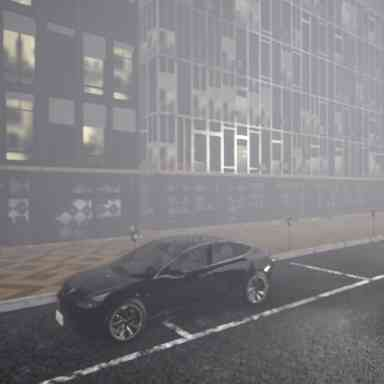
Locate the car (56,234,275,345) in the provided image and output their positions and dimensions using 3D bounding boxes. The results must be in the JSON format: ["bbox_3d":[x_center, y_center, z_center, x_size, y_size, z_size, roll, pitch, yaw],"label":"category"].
[{"bbox_3d":[-0.261,1.543,6.371,4.313,1.339,1.947,0,0,-35],"label":"car"}]

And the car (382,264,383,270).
[{"bbox_3d":[6.610,1.529,8.089,4.718,1.301,1.895,-1,0,-35],"label":"car"}]
